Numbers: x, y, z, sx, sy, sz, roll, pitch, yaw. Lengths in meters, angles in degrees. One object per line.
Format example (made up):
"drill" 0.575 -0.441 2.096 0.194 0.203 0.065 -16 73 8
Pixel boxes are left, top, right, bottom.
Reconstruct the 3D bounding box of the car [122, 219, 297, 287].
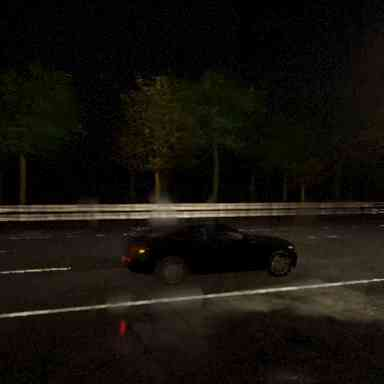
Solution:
"car" 0.518 1.473 8.902 4.674 1.442 1.812 0 0 -17
